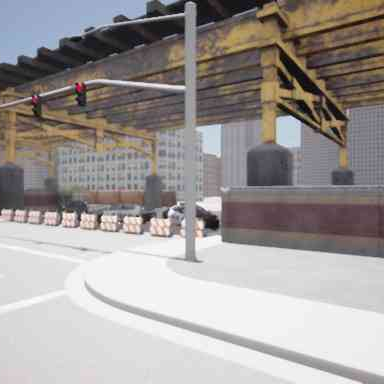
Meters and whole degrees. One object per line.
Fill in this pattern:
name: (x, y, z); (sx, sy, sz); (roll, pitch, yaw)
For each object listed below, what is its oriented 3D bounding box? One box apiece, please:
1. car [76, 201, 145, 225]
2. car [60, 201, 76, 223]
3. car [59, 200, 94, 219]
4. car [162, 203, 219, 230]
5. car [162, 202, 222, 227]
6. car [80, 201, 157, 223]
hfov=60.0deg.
car: (-4.938, 1.438, 22.675); (4.974, 1.542, 2.038); (0, 0, -1)
car: (-8.696, 1.434, 25.341); (2.038, 1.542, 4.974); (0, 0, -11)
car: (-8.706, 1.277, 25.392); (1.853, 1.218, 4.536); (0, 0, -11)
car: (-0.110, 1.443, 20.202); (2.038, 1.542, 4.974); (0, 0, -26)
car: (-0.133, 1.285, 20.248); (1.853, 1.218, 4.536); (0, 0, -26)
car: (-4.886, 1.281, 22.676); (4.536, 1.218, 1.853); (0, 0, -1)
